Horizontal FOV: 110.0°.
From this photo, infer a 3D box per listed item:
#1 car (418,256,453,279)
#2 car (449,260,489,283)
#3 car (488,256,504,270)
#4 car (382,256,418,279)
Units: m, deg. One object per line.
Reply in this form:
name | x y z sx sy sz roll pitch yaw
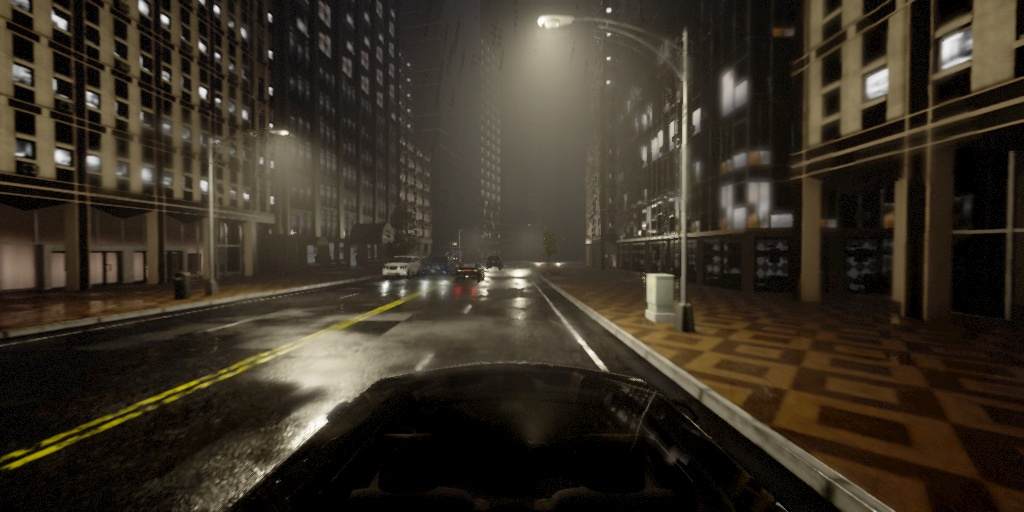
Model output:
car | -6.537 0.969 32.686 2.150 2.045 5.566 0 0 0
car | -3.160 1.235 27.571 2.128 1.511 4.902 0 0 0
car | -2.463 0.975 53.776 2.150 2.045 5.566 0 0 4
car | -9.790 0.970 32.407 2.150 2.045 5.566 0 0 0
